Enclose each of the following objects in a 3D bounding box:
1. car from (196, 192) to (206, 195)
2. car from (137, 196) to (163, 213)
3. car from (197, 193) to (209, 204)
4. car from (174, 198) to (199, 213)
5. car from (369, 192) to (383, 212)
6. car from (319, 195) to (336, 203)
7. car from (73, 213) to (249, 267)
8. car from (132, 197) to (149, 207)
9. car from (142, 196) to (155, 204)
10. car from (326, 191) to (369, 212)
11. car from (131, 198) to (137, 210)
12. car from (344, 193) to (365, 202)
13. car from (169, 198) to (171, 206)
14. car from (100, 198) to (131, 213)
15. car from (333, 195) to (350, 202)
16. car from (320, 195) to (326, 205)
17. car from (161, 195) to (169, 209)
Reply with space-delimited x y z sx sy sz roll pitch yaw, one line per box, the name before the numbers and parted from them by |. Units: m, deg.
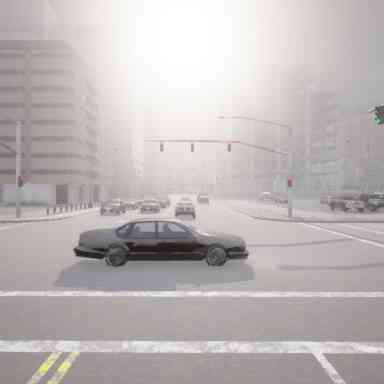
car | 2.202 1.051 74.466 2.150 2.045 5.566 0 0 0
car | -4.584 1.505 36.864 1.837 1.490 4.892 0 0 0
car | 2.284 1.477 64.662 1.882 1.535 5.008 0 0 0
car | -0.696 1.547 30.959 2.033 1.411 5.357 0 0 -2
car | 19.470 1.156 35.750 1.905 1.878 3.866 0 0 0
car | 27.785 1.395 68.360 1.970 1.475 3.806 0 0 0
car | -0.946 1.547 10.775 5.357 1.411 2.033 0 0 -1
car | -8.217 1.564 53.383 1.994 1.385 4.181 0 0 -1
car | -8.256 1.477 63.506 1.882 1.535 5.008 0 0 0
car | 16.575 1.153 35.790 1.932 1.855 4.605 0 0 0
car | -8.130 1.526 43.388 1.812 1.442 4.674 0 0 0
car | 33.363 1.153 68.436 1.932 1.855 4.605 0 0 0
car | -4.727 1.352 55.923 2.097 1.767 4.553 0 0 0
car | -8.061 1.491 34.239 2.128 1.511 4.902 0 0 0
car | 30.680 1.364 68.373 1.784 1.438 3.905 0 0 0
car | 22.090 1.395 53.230 1.970 1.475 3.806 0 0 0
car | -4.658 1.352 46.007 2.097 1.767 4.553 0 0 -1
